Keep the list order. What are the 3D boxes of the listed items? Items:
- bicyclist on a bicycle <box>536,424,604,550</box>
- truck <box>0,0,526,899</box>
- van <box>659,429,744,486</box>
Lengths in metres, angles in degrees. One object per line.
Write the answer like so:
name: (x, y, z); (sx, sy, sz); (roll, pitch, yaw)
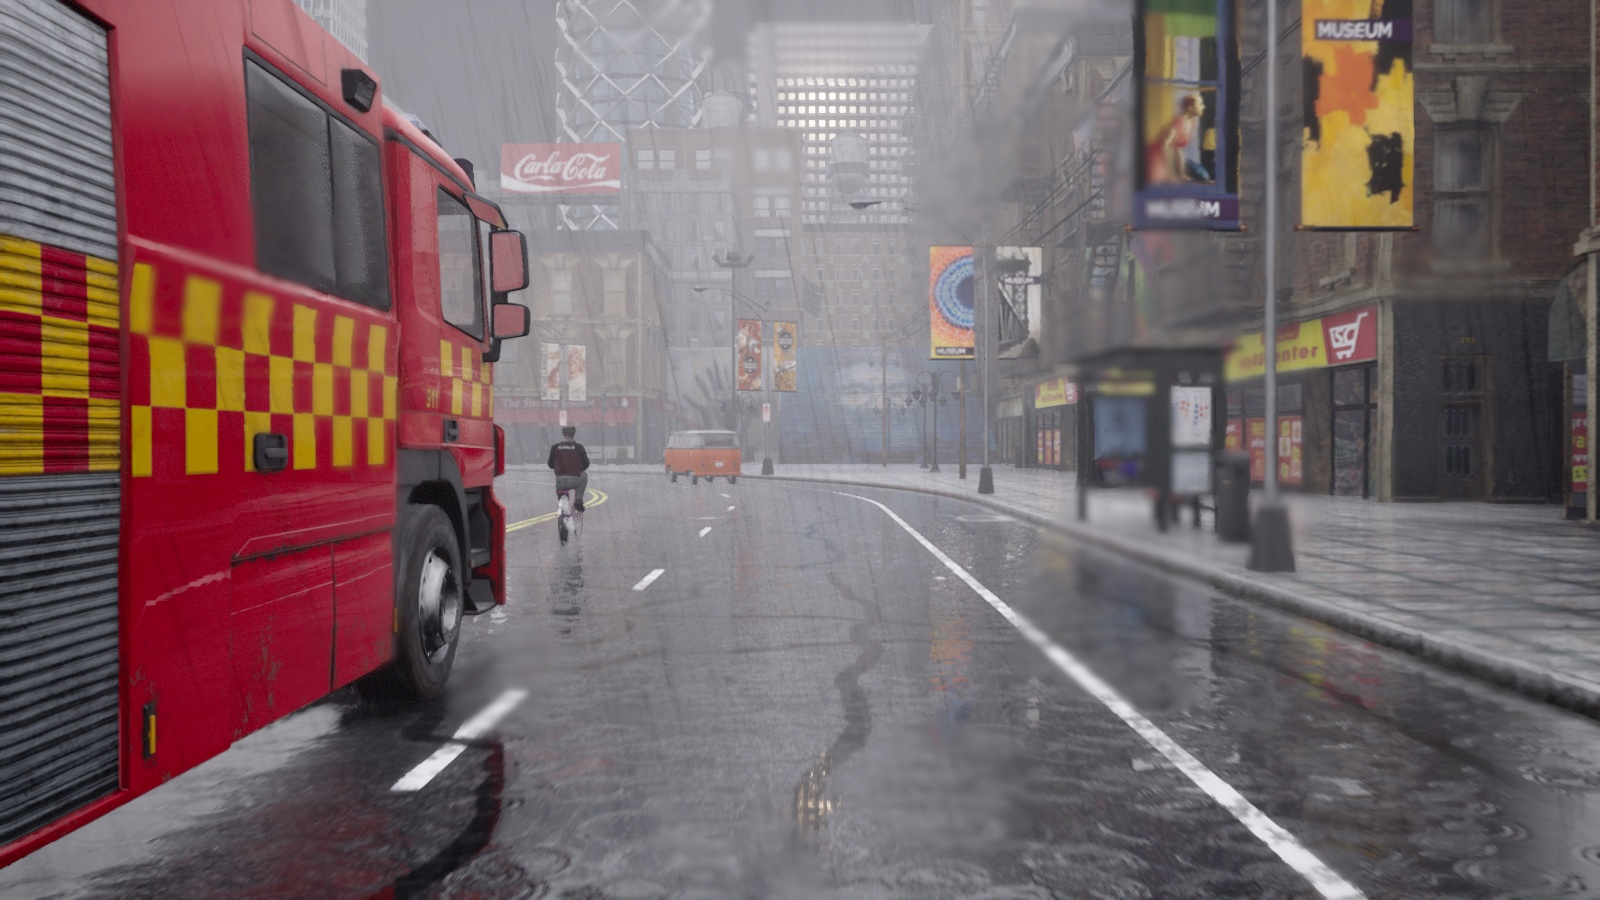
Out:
bicyclist on a bicycle: (-3.378, 0.510, 18.575); (0.659, 1.776, 1.843); (0, 1, 0)
truck: (-3.456, -0.448, 4.859); (2.891, 3.827, 8.468); (0, 0, 0)
van: (-3.686, 0.235, 46.284); (1.775, 1.987, 4.442); (0, 0, -23)
